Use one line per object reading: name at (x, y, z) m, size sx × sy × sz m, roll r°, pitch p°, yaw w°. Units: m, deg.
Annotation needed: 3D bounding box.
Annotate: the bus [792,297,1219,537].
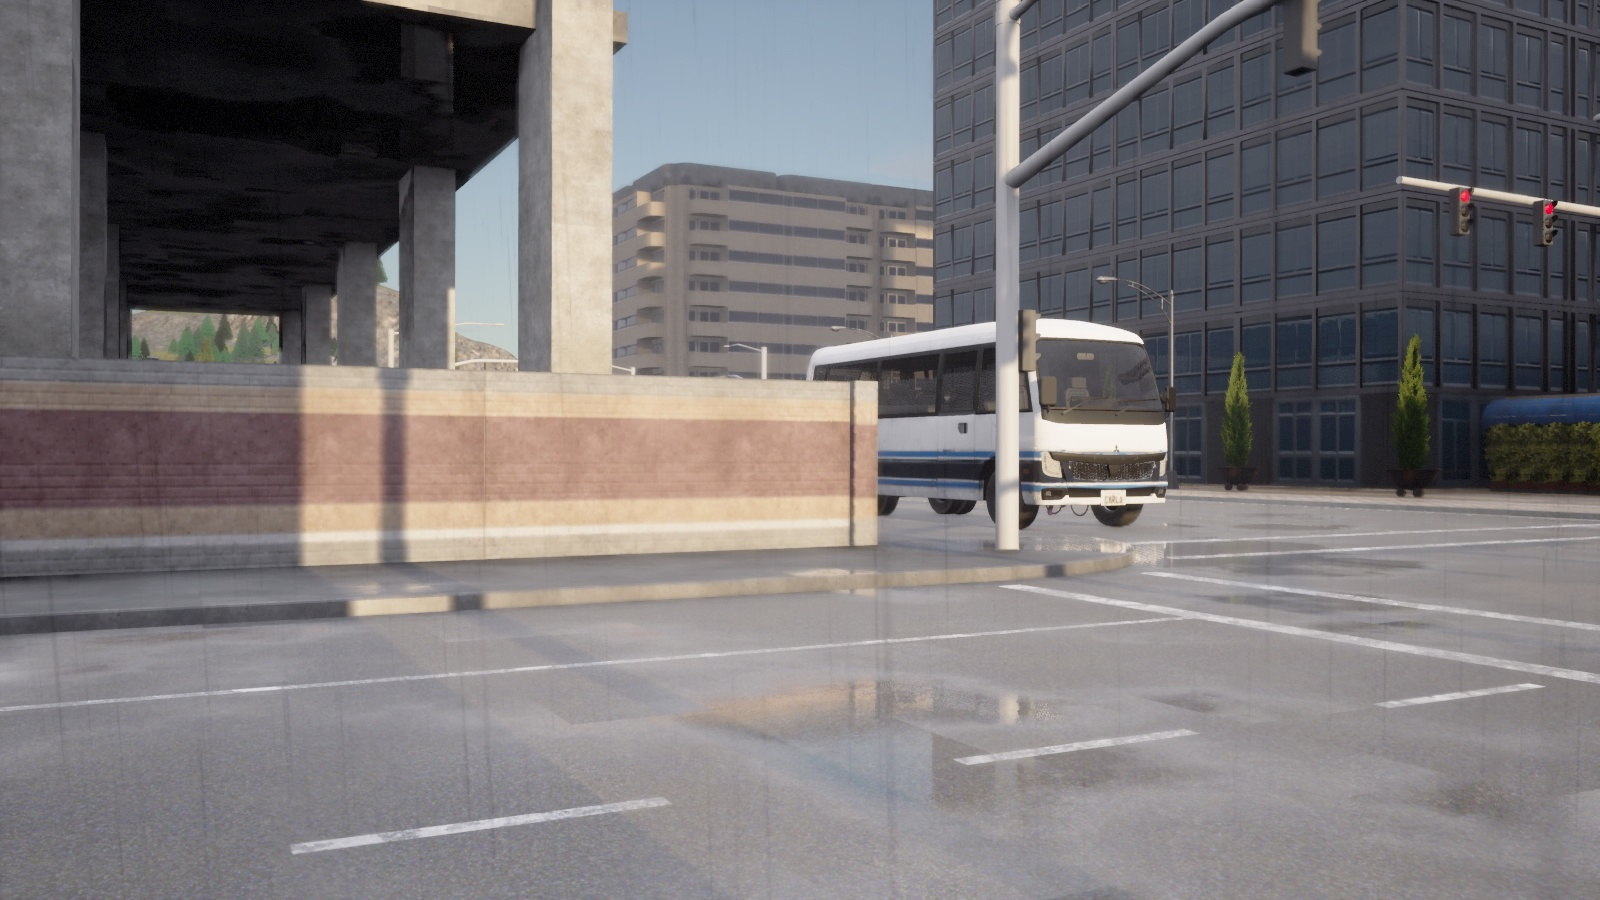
bus at (3.924, -0.572, 27.768) m, size 3.944 × 4.253 × 10.273 m, roll 0°, pitch 0°, yaw -27°
